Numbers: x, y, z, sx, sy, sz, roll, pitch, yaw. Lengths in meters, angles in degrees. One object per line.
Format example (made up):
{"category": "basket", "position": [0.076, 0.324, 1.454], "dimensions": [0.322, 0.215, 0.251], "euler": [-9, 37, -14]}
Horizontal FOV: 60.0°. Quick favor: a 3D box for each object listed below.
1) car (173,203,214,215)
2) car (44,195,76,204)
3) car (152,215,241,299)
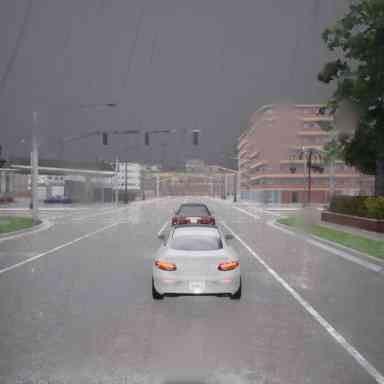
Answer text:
{"category": "car", "position": [0.079, 1.352, 17.299], "dimensions": [2.097, 1.767, 4.553], "euler": [0, 0, 0]}
{"category": "car", "position": [-23.388, 1.295, 58.028], "dimensions": [4.611, 1.667, 2.242], "euler": [0, 0, 1]}
{"category": "car", "position": [0.094, 1.526, 8.306], "dimensions": [1.812, 1.442, 4.674], "euler": [0, 0, 0]}
